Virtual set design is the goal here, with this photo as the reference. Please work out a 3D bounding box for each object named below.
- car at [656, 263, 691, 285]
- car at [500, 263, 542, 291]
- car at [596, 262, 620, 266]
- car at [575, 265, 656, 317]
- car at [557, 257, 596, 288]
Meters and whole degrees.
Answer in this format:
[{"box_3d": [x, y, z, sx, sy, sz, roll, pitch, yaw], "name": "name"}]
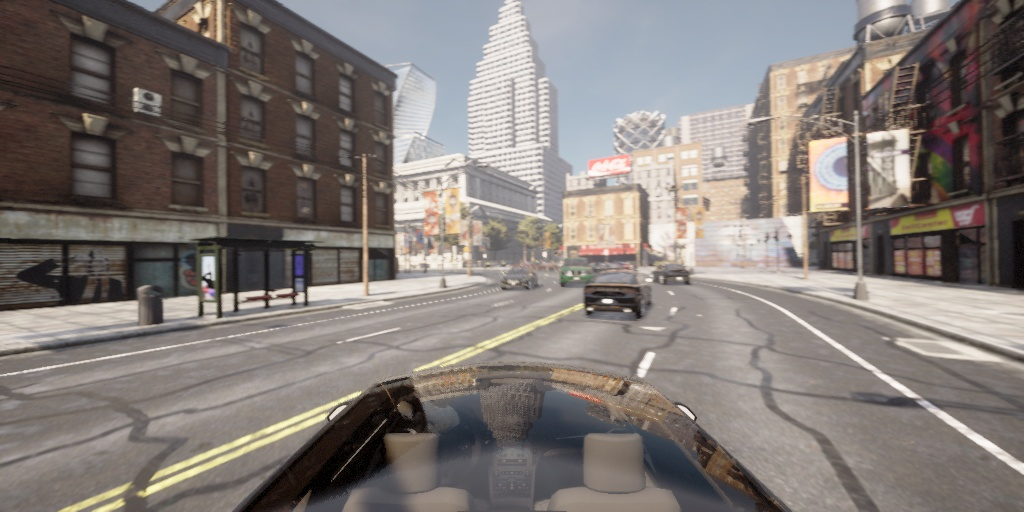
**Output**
[{"box_3d": [11.712, 1.283, 26.751, 1.837, 1.490, 4.892, -1, 0, 8], "name": "car"}, {"box_3d": [0.606, 1.456, 24.233, 1.837, 1.490, 4.892, 0, 0, 13], "name": "car"}, {"box_3d": [8.683, 1.370, 31.739, 2.128, 1.511, 4.902, -1, -1, 2], "name": "car"}, {"box_3d": [4.086, 1.266, 13.486, 1.882, 1.535, 5.008, -1, -1, 26], "name": "car"}, {"box_3d": [4.619, 1.118, 26.018, 2.150, 2.045, 5.566, -1, -1, 9], "name": "car"}]
